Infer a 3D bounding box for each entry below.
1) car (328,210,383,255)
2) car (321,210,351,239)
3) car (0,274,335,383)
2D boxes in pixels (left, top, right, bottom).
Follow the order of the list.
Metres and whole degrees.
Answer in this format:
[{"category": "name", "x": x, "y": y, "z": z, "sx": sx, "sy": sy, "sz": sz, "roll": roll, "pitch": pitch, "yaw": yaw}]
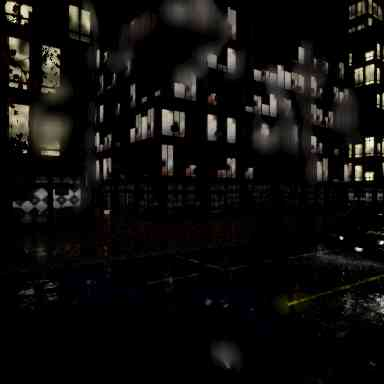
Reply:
[{"category": "car", "x": 7.802, "y": 1.546, "z": 12.799, "sx": 5.357, "sy": 1.411, "sz": 2.033, "roll": 0, "pitch": 0, "yaw": -35}, {"category": "car", "x": 8.146, "y": 1.563, "z": 16.222, "sx": 4.313, "sy": 1.339, "sz": 1.947, "roll": 0, "pitch": 0, "yaw": -35}, {"category": "car", "x": -0.835, "y": 1.478, "z": 2.715, "sx": 5.008, "sy": 1.535, "sz": 1.882, "roll": 0, "pitch": 0, "yaw": -35}]
